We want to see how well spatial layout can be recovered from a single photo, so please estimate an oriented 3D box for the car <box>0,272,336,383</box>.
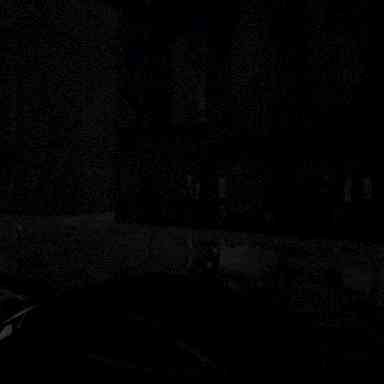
[{"bbox_3d":[-0.767,1.565,3.507,4.313,1.339,1.947,0,0,36],"label":"car"}]
